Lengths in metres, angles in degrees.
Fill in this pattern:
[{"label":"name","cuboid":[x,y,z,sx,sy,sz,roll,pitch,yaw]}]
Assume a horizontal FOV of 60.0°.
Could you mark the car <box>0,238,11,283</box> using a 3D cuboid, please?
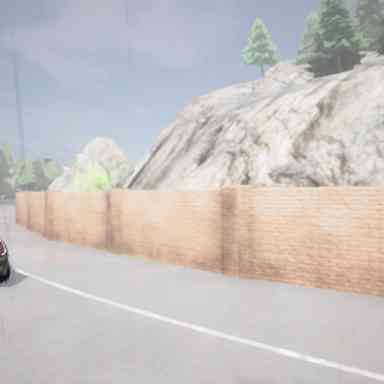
[{"label":"car","cuboid":[-6.686,1.452,9.011,4.553,1.767,2.097,-1,-1,44]}]
